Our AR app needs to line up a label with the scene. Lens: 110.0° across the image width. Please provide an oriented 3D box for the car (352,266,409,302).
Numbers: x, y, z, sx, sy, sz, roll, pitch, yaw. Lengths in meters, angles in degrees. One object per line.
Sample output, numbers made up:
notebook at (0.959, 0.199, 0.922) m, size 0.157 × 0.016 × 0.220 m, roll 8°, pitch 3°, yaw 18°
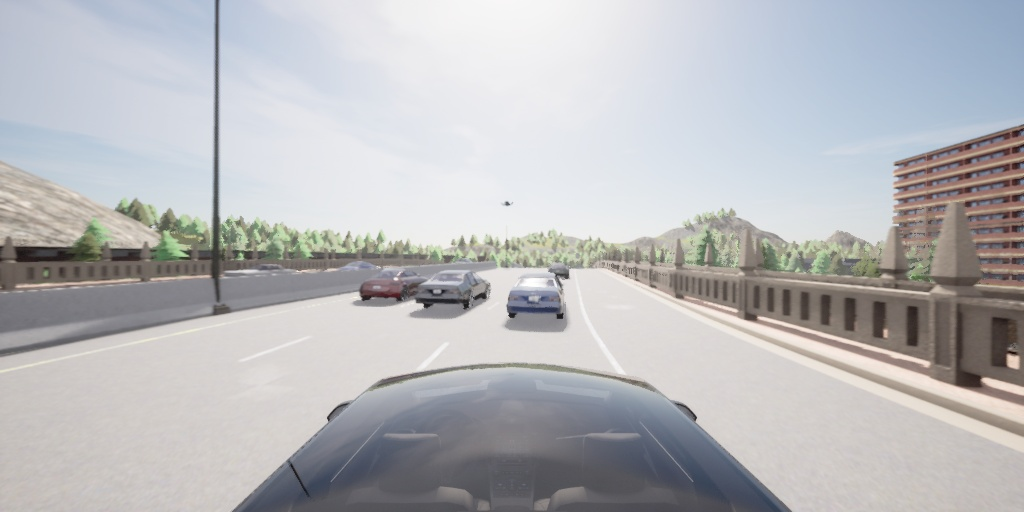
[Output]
car at (-5.418, 1.297, 17.126) m, size 1.994 × 1.385 × 4.181 m, roll 0°, pitch 0°, yaw 8°

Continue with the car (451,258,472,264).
car at (-7.128, 1.097, 50.899) m, size 2.097 × 1.767 × 4.553 m, roll 0°, pitch 0°, yaw 10°

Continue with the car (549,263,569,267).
car at (4.532, 1.357, 34.920) m, size 1.994 × 1.385 × 4.181 m, roll 0°, pitch 0°, yaw 9°

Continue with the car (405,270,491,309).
car at (-2.258, 1.294, 15.043) m, size 2.033 × 1.411 × 5.357 m, roll 0°, pitch 0°, yaw 9°

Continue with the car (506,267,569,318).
car at (0.981, 1.309, 13.076) m, size 2.033 × 1.411 × 5.357 m, roll 0°, pitch 0°, yaw 8°

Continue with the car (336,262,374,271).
car at (-13.853, 1.226, 32.159) m, size 1.812 × 1.442 × 4.674 m, roll 0°, pitch 0°, yaw 10°

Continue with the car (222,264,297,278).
car at (-18.373, 1.275, 26.338) m, size 1.895 × 1.301 × 4.718 m, roll 0°, pitch 0°, yaw 10°
